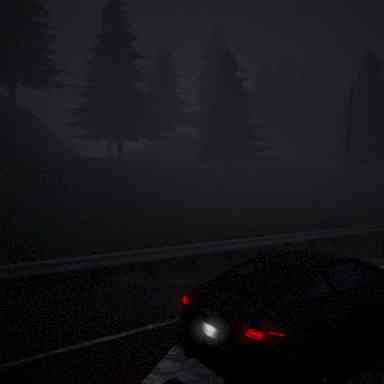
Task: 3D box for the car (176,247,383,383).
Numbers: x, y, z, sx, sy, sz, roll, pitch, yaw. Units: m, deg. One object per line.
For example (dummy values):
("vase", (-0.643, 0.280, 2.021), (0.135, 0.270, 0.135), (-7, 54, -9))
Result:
("car", (1.849, 1.552, 4.957), (4.181, 1.385, 1.994), (0, 0, -35))
